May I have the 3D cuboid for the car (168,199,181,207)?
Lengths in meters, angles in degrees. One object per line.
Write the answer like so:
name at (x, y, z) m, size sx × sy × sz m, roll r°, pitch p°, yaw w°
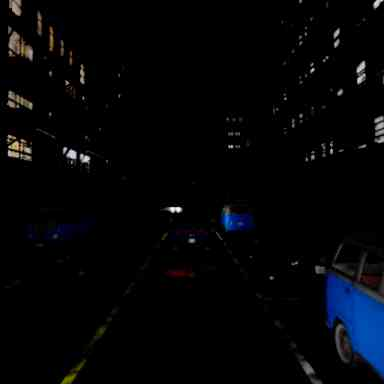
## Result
car at (-3.024, 2.144, 63.444) m, size 2.128 × 1.511 × 4.902 m, roll 0°, pitch -1°, yaw 0°

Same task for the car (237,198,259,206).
car at (13.441, 2.434, 79.933) m, size 5.009 × 1.841 × 2.192 m, roll 1°, pitch -2°, yaw -1°

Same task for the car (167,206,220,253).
car at (0.003, 1.618, 14.478) m, size 1.882 × 1.535 × 5.008 m, roll 0°, pitch 0°, yaw 0°

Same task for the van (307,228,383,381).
van at (2.695, 1.373, 3.238) m, size 1.690 × 1.788 × 3.998 m, roll 0°, pitch -1°, yaw 0°

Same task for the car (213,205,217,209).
car at (2.687, 1.819, 25.882) m, size 1.947 × 1.339 × 4.313 m, roll 0°, pitch -1°, yaw 0°

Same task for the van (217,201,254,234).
van at (2.690, 1.538, 20.223) m, size 1.690 × 1.788 × 3.998 m, roll 0°, pitch -1°, yaw 0°

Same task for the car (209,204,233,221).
car at (2.685, 1.877, 31.545) m, size 1.947 × 1.339 × 4.313 m, roll 0°, pitch -1°, yaw 0°

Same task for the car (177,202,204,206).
car at (-0.004, 1.852, 29.280) m, size 1.994 × 1.385 × 4.181 m, roll 0°, pitch -1°, yaw 0°

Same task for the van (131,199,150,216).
van at (-5.697, 1.710, 37.204) m, size 1.690 × 1.788 × 3.998 m, roll 0°, pitch -1°, yaw 0°

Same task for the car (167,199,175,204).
car at (-5.717, 2.546, 92.249) m, size 1.947 × 1.339 × 4.313 m, roll 0°, pitch -1°, yaw 0°

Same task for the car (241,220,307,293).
car at (2.692, 1.651, 8.896) m, size 1.947 × 1.339 × 4.313 m, roll 0°, pitch -1°, yaw 0°

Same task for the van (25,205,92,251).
van at (-5.689, 1.482, 14.558) m, size 1.690 × 1.788 × 3.998 m, roll 0°, pitch -1°, yaw 0°
